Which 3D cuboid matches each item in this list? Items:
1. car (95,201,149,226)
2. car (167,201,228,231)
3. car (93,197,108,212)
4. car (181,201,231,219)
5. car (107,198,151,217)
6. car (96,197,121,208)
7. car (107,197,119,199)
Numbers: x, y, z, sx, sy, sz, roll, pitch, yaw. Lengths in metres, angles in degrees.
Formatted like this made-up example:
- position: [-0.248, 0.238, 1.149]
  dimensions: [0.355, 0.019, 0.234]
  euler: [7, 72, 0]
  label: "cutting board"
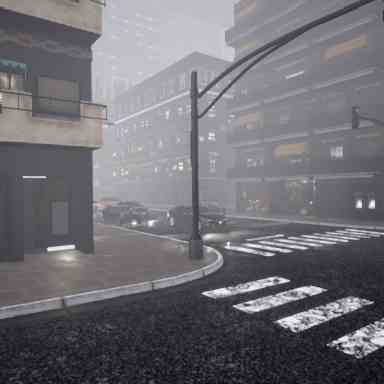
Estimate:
- position: [-5.229, 1.632, 24.492]
  dimensions: [1.947, 1.339, 4.313]
  euler: [-1, 1, -36]
  label: "car"
- position: [0.220, 1.534, 21.174]
  dimensions: [1.837, 1.490, 4.892]
  euler: [-1, 1, -36]
  label: "car"
- position: [-11.394, 1.568, 37.210]
  dimensions: [1.812, 1.442, 4.674]
  euler: [-1, 1, -36]
  label: "car"
- position: [1.151, 1.512, 29.117]
  dimensions: [2.008, 1.369, 4.403]
  euler: [-1, 1, -36]
  label: "car"
- position: [-5.347, 1.540, 28.853]
  dimensions: [1.837, 1.490, 4.892]
  euler: [-1, 1, -36]
  label: "car"
- position: [-11.952, 1.519, 47.194]
  dimensions: [1.887, 1.381, 4.507]
  euler: [-1, 1, -36]
  label: "car"
- position: [-10.155, 1.356, 40.512]
  dimensions: [2.097, 1.767, 4.553]
  euler: [-1, 1, -36]
  label: "car"
